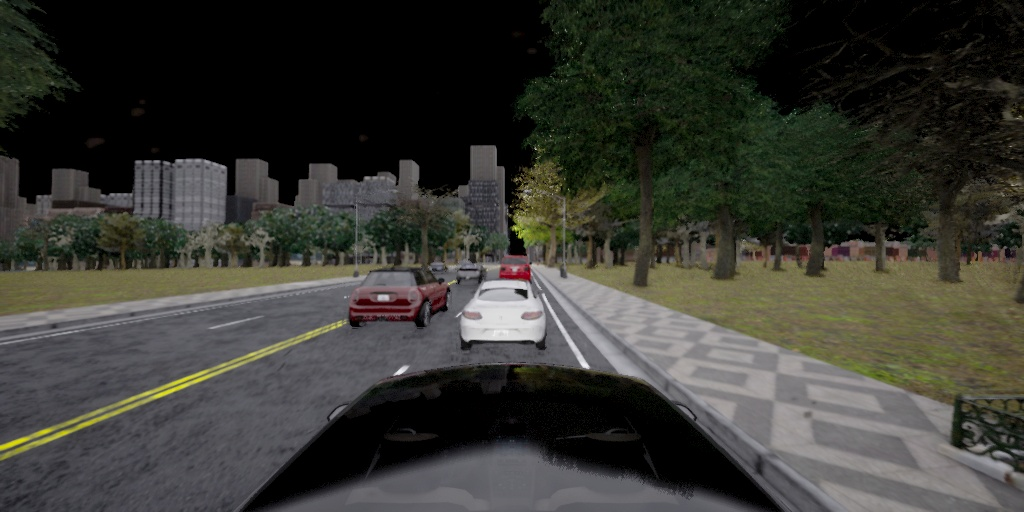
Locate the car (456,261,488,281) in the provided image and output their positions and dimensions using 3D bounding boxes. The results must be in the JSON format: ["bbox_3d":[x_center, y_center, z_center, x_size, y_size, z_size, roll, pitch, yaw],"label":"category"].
[{"bbox_3d":[-2.939,1.292,26.990,2.128,1.511,4.902,0,0,2],"label":"car"}]

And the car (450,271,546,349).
[{"bbox_3d":[-0.155,1.282,9.052,1.812,1.442,4.674,0,0,1],"label":"car"}]

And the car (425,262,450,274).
[{"bbox_3d":[-9.101,1.433,44.045,1.994,1.385,4.181,0,0,2],"label":"car"}]

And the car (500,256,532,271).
[{"bbox_3d":[0.281,1.016,25.975,2.150,2.045,5.566,0,0,2],"label":"car"}]

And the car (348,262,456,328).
[{"bbox_3d":[-3.349,1.116,11.597,2.097,1.767,4.553,0,0,1],"label":"car"}]
